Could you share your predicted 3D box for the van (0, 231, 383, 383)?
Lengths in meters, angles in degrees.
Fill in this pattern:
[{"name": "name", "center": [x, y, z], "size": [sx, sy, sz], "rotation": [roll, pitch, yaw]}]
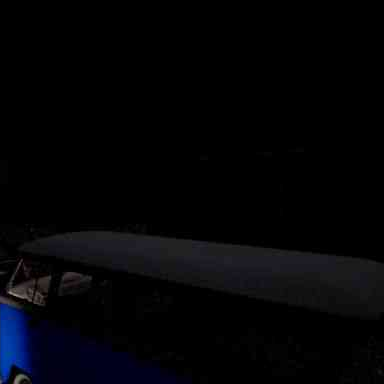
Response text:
[{"name": "van", "center": [-0.212, 1.341, 3.015], "size": [3.998, 1.788, 1.690], "rotation": [0, -1, 36]}]
